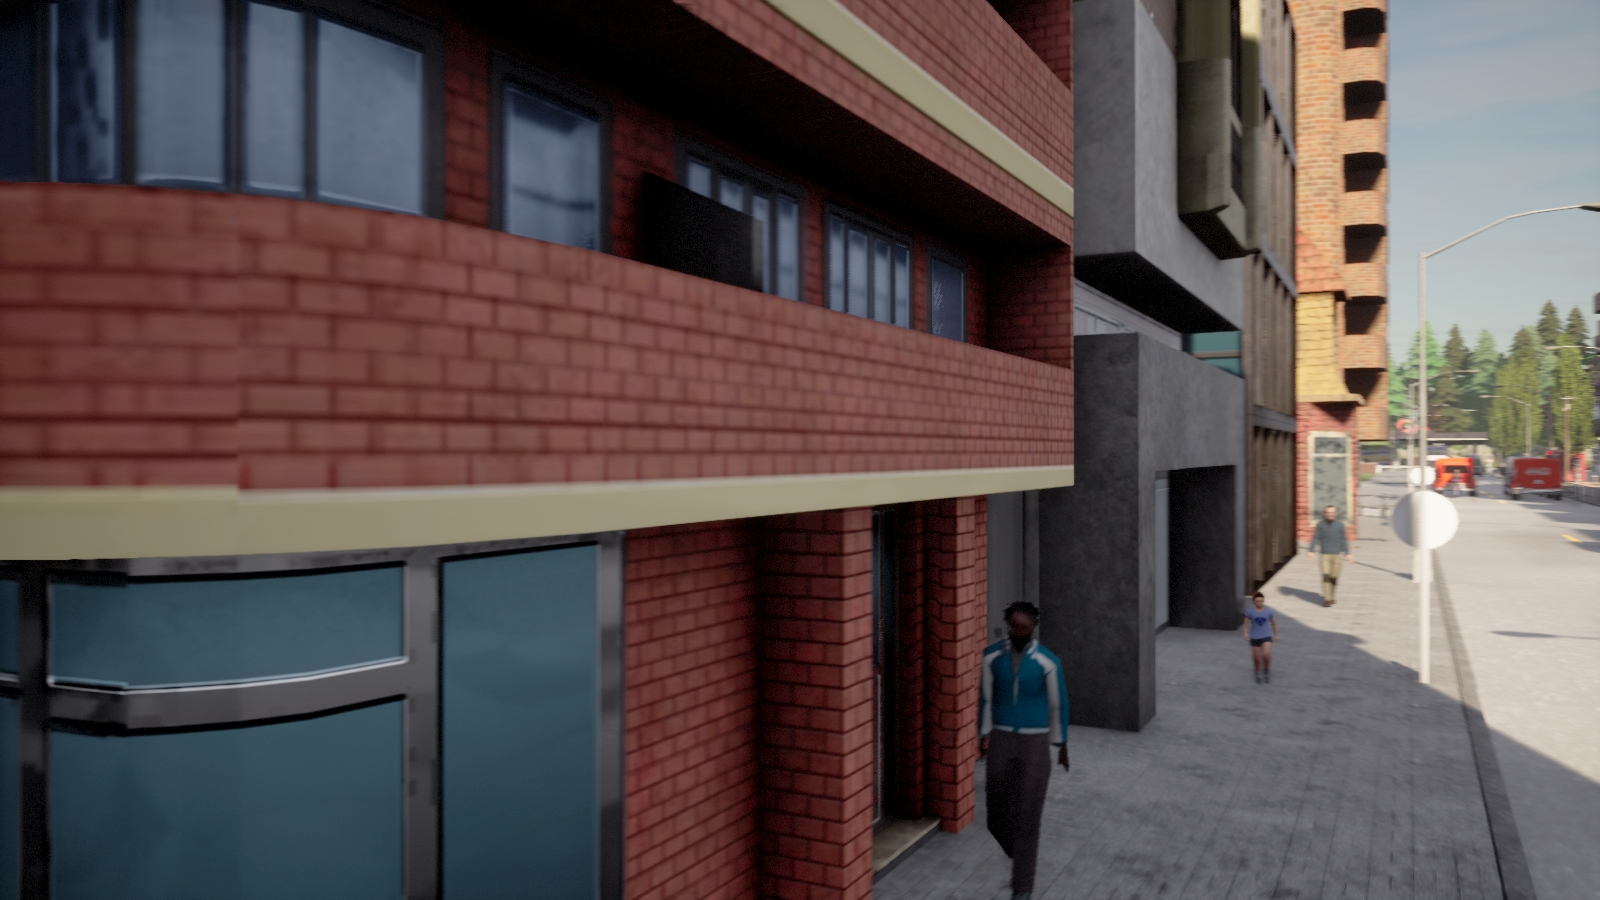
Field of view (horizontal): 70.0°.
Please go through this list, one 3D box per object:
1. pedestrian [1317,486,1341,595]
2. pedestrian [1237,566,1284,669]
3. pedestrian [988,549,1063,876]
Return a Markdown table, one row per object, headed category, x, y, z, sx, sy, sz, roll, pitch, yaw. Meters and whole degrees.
| category | x | y | z | sx | sy | sz | roll | pitch | yaw |
| --- | --- | --- | --- | --- | --- | --- | --- | --- | --- |
| pedestrian | 9.279 | 1.575 | 20.041 | 0.375 | 1.860 | 0.375 | 0 | 0 | 25 |
| pedestrian | 5.367 | 1.939 | 13.315 | 0.500 | 1.100 | 0.500 | 0 | 0 | 22 |
| pedestrian | 1.363 | 1.547 | 6.896 | 0.375 | 1.860 | 0.375 | 0 | 0 | 22 |
